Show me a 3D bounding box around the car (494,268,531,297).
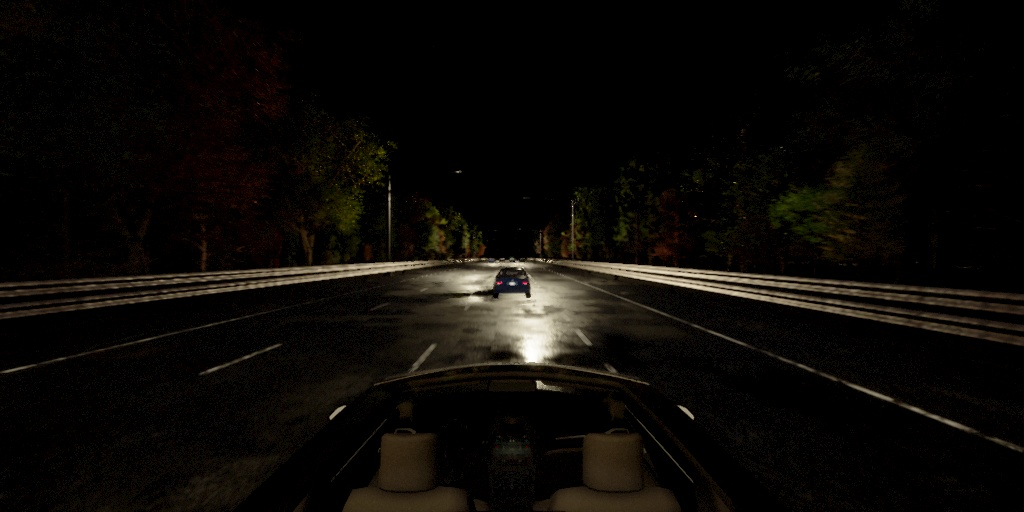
[{"bbox_3d":[0.010,1.312,18.965,2.033,1.411,5.357,0,0,0],"label":"car"}]
